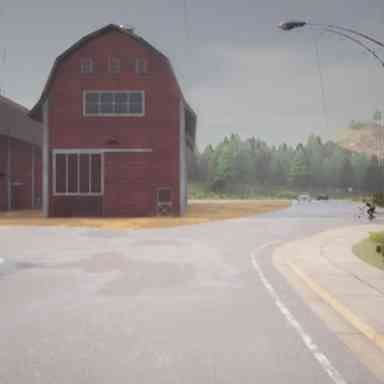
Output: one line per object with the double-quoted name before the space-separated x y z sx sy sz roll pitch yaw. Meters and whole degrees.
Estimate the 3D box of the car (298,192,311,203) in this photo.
"car" 21.087 1.000 62.440 2.150 2.045 5.566 0 0 17

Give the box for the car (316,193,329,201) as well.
"car" 25.831 1.017 66.096 1.882 1.535 5.008 0 0 12

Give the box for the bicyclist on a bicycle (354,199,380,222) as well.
"bicyclist on a bicycle" 12.507 1.346 23.810 1.656 1.620 0.582 0 0 33
